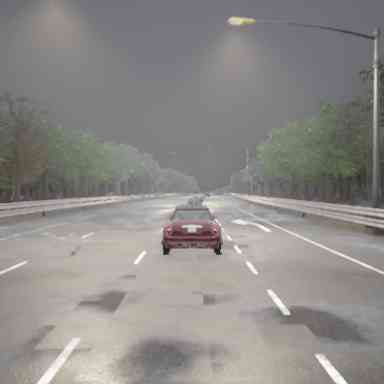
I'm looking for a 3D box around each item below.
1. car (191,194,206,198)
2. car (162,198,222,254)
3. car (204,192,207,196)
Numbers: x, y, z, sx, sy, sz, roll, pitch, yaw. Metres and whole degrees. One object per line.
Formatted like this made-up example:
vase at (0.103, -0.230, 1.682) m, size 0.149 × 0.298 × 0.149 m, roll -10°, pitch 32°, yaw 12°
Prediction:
car at (0.342, 1.332, 38.719) m, size 2.033 × 1.411 × 5.357 m, roll 0°, pitch 0°, yaw 2°
car at (0.005, 1.305, 13.491) m, size 2.097 × 1.767 × 4.553 m, roll 0°, pitch 0°, yaw 0°
car at (1.409, 1.224, 65.713) m, size 2.033 × 1.411 × 5.357 m, roll 0°, pitch 0°, yaw 3°
